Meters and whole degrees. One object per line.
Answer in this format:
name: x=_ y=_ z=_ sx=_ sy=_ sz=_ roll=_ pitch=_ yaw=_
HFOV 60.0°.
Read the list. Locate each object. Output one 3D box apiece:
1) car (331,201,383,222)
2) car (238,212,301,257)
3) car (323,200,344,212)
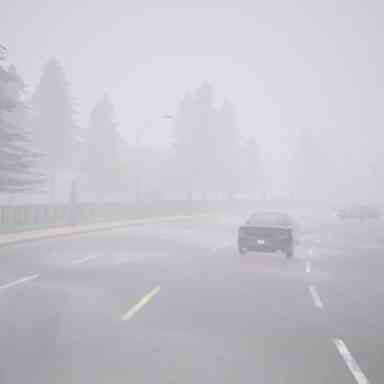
car: x=14.021 y=1.703 z=27.766 sx=5.357 sy=1.411 sz=2.033 roll=1 pitch=0 yaw=-42
car: x=3.224 y=1.520 z=13.367 sx=1.882 sy=1.535 sz=5.008 roll=0 pitch=0 yaw=22
car: x=17.871 y=1.728 z=40.756 sx=4.674 sy=1.442 sz=1.812 roll=1 pitch=0 yaw=-41
